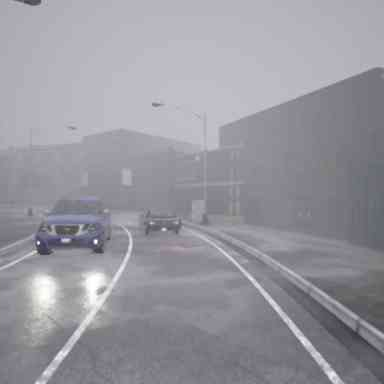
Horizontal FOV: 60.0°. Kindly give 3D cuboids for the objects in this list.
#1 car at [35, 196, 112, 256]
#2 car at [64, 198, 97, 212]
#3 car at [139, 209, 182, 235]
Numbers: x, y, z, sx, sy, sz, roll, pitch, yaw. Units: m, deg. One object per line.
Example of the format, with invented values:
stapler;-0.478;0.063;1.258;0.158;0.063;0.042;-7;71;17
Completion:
car;-4.524;1.218;13.536;2.150;2.045;5.566;0;0;-9
car;-12.834;1.496;38.219;1.812;1.442;4.674;1;-1;-43
car;-1.966;1.610;19.049;1.895;1.301;4.718;0;0;-14
